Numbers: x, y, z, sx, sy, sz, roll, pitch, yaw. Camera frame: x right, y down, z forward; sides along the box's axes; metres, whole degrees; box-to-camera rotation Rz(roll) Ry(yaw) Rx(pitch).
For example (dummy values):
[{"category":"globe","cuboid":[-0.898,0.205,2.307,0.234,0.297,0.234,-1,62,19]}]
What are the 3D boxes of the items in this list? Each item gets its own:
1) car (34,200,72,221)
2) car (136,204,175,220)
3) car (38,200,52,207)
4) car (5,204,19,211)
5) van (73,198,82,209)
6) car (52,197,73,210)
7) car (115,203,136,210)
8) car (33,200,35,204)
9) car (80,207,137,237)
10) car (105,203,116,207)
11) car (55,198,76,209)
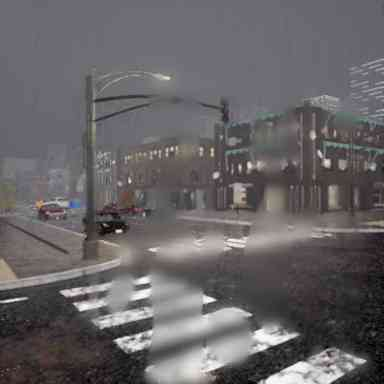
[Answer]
[{"category":"car","cuboid":[-13.289,1.865,31.652,1.967,1.590,4.097,-1,0,-35]},{"category":"car","cuboid":[-3.250,1.850,32.005,2.008,1.369,4.403,-1,0,-35]},{"category":"car","cuboid":[-32.143,2.403,72.587,1.947,1.339,4.313,-1,0,-35]},{"category":"car","cuboid":[-29.239,2.251,54.059,1.752,1.417,4.829,-1,0,-35]},{"category":"van","cuboid":[-19.306,1.946,54.550,1.690,1.788,3.998,-1,0,-35]},{"category":"car","cuboid":[-21.043,1.839,52.537,2.150,2.045,5.566,-1,0,-36]},{"category":"car","cuboid":[-6.460,1.944,36.515,1.802,1.307,4.206,-1,0,-35]},{"category":"car","cuboid":[-27.193,2.208,61.180,1.882,1.535,5.008,-1,0,-35]},{"category":"car","cuboid":[-5.337,1.834,20.278,1.947,1.339,4.313,-1,0,-35]},{"category":"car","cuboid":[-9.669,2.006,41.023,1.802,1.307,4.206,-1,0,-35]},{"category":"car","cuboid":[-22.517,1.979,59.059,2.192,1.841,5.009,-1,0,-35]}]
